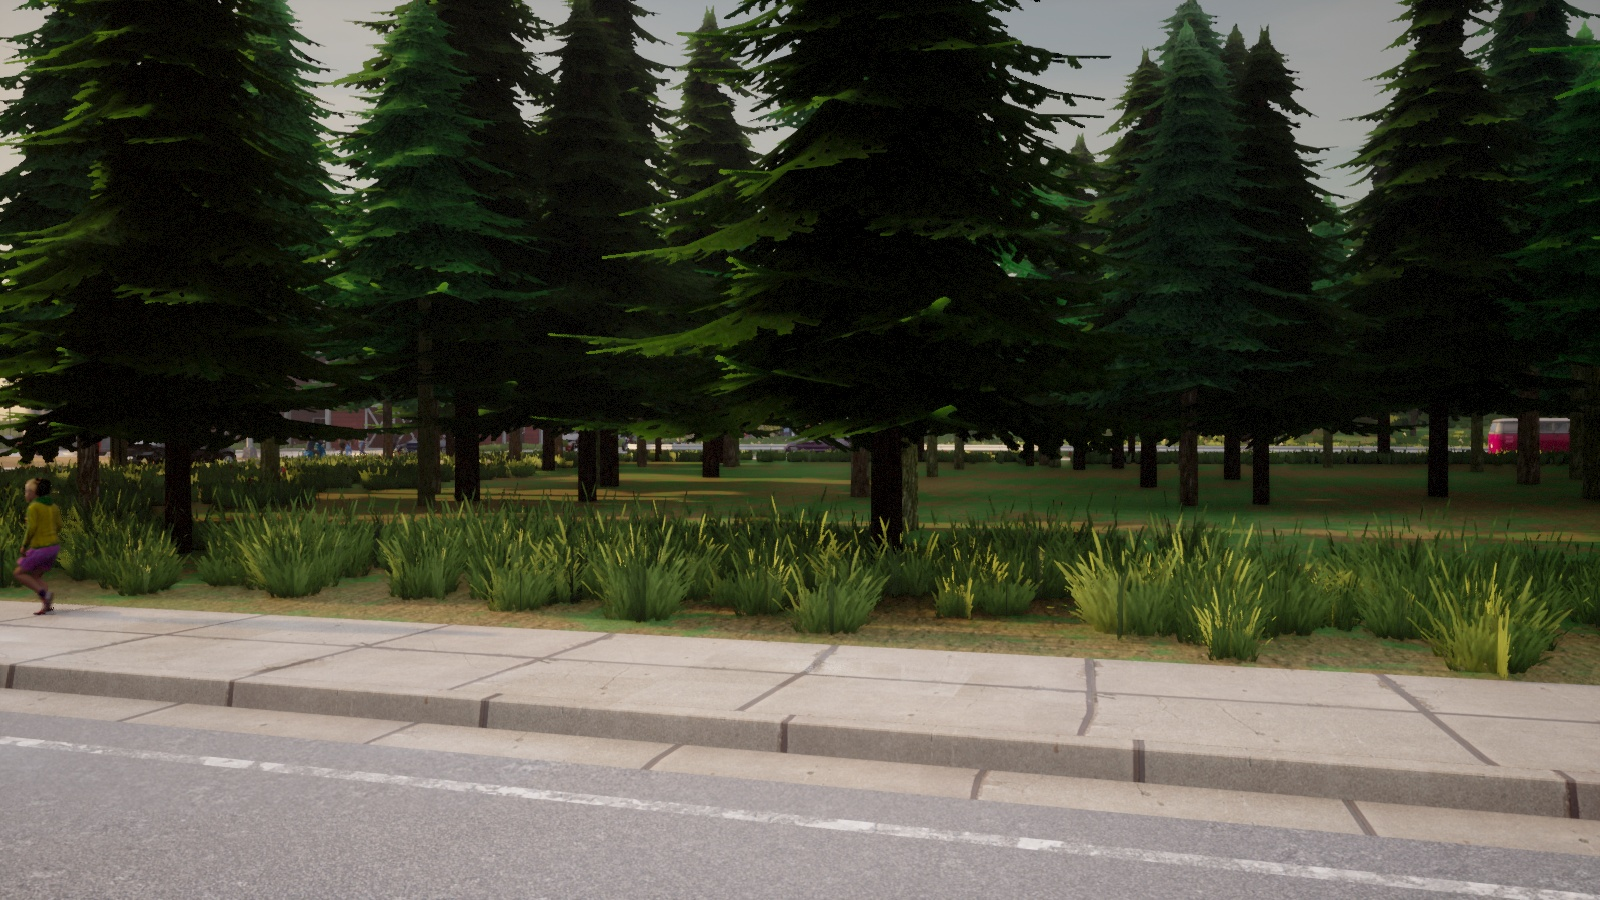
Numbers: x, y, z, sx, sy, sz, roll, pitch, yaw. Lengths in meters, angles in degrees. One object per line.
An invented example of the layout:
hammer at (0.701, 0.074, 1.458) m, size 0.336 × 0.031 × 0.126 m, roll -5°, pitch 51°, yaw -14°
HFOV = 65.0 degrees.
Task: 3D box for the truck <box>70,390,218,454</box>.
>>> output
truck at (-40.800, -1.746, 78.091) m, size 8.468 × 3.827 × 2.891 m, roll 0°, pitch 1°, yaw 16°

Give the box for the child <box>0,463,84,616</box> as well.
child at (-5.902, 0.688, 9.783) m, size 0.473 × 1.160 × 0.299 m, roll 0°, pitch 1°, yaw 3°

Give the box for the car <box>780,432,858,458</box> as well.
car at (1.108, -0.325, 73.028) m, size 4.193 × 1.474 × 1.816 m, roll 1°, pitch 1°, yaw 21°

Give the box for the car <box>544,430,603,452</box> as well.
car at (-16.113, -0.642, 89.604) m, size 2.163 × 1.488 × 4.792 m, roll 1°, pitch 1°, yaw 17°

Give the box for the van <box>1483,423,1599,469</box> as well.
van at (33.020, -0.189, 55.749) m, size 4.442 × 1.987 × 1.775 m, roll 1°, pitch 1°, yaw 19°

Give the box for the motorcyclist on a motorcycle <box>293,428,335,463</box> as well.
motorcyclist on a motorcycle at (-22.386, -0.204, 57.883) m, size 0.866 × 1.590 × 1.817 m, roll 1°, pitch 1°, yaw 17°

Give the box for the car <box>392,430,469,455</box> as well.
car at (-22.457, -0.460, 76.374) m, size 4.193 × 1.474 × 1.816 m, roll 0°, pitch 1°, yaw 16°

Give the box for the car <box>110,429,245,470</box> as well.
car at (-24.790, -0.066, 50.212) m, size 1.882 × 1.535 × 5.008 m, roll 1°, pitch 1°, yaw 17°
